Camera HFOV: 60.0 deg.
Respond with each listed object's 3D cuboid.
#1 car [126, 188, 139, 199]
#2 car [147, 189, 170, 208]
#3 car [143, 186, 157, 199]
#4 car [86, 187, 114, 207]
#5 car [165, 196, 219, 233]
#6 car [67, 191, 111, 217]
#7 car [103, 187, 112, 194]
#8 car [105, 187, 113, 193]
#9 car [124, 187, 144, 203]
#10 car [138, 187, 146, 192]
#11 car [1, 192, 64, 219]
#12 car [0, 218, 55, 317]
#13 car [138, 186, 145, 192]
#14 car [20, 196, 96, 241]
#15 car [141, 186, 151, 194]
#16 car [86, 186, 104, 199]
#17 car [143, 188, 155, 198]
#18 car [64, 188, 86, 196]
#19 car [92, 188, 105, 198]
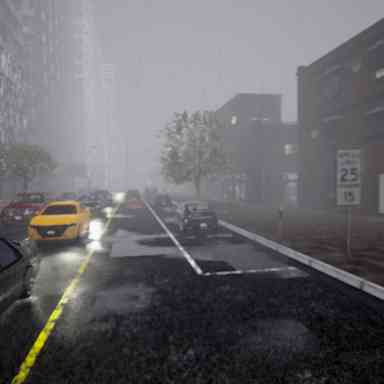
[{"bbox_3d":[-9.078,0.182,50.905,1.882,1.535,5.008,-1,2,-10],"label":"car"},{"bbox_3d":[-2.912,0.704,31.758,2.008,1.369,4.403,-2,2,-10],"label":"car"},{"bbox_3d":[-6.072,0.028,48.795,2.192,1.841,5.009,-2,2,-10],"label":"car"},{"bbox_3d":[-9.208,0.545,34.186,2.097,1.767,4.553,-1,2,-10],"label":"car"},{"bbox_3d":[0.077,1.103,16.179,2.008,1.369,4.403,-2,2,-10],"label":"car"},{"bbox_3d":[-7.418,0.940,24.304,2.128,1.511,4.902,-1,2,-10],"label":"car"},{"bbox_3d":[-20.291,-0.413,79.780,1.752,1.417,4.829,-2,2,-10],"label":"car"},{"bbox_3d":[-21.293,-0.553,85.222,1.752,1.417,4.829,-2,2,-10],"label":"car"},{"bbox_3d":[-7.174,0.476,40.590,1.837,1.490,4.892,-1,2,-10],"label":"car"},{"bbox_3d":[-13.080,-0.705,86.891,1.947,1.339,4.313,-2,2,-10],"label":"car"},{"bbox_3d":[-9.270,0.939,19.351,2.192,1.841,5.009,-2,2,-10],"label":"car"},{"bbox_3d":[-3.917,1.486,5.243,2.033,1.411,5.357,-1,2,-10],"label":"car"},{"bbox_3d":[-14.082,-0.829,92.333,1.802,1.307,4.206,-2,2,-10],"label":"car"},{"bbox_3d":[-5.674,1.171,14.786,1.882,1.535,5.008,-1,2,-10],"label":"car"},{"bbox_3d":[-9.798,-0.384,70.839,1.882,1.535,5.008,-1,2,-10],"label":"car"},{"bbox_3d":[-15.316,0.076,52.733,2.192,1.841,5.009,-2,2,-10],"label":"car"},{"bbox_3d":[-7.098,0.094,54.410,1.752,1.417,4.829,-2,2,-10],"label":"car"},{"bbox_3d":[-11.182,0.781,30.254,1.967,1.590,4.097,-2,2,-10],"label":"car"},{"bbox_3d":[-16.281,0.150,58.015,1.752,1.417,4.829,-2,2,-10],"label":"car"}]
